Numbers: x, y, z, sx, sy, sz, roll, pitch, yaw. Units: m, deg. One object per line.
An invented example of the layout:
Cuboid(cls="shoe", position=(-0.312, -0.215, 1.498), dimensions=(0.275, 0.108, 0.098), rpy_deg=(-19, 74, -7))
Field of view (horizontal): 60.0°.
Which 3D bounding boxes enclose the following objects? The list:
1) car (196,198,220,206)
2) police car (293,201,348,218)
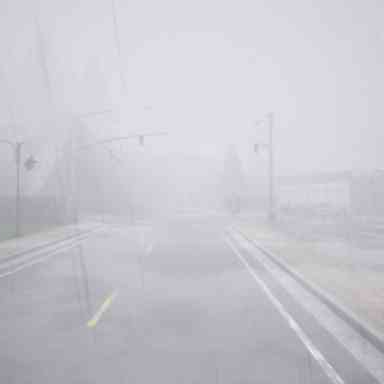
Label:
Cuboid(cls="car", position=(3.213, 1.970, 68.024), dimensions=(5.008, 1.535, 1.882), rpy_deg=(0, -1, -25))
Cuboid(cls="police car", position=(12.623, 1.742, 32.928), dimensions=(4.974, 1.542, 2.038), rpy_deg=(0, 0, 1))
